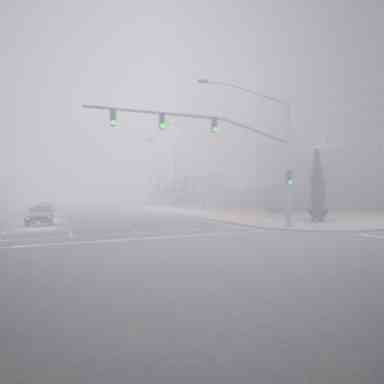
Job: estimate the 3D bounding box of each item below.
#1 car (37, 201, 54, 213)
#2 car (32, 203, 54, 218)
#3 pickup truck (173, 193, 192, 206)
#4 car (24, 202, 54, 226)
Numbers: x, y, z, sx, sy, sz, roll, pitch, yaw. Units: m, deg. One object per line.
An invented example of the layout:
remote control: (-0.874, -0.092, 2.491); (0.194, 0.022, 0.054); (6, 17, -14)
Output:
car: (-19.205, 1.919, 43.829); (1.895, 1.301, 4.718); (-1, 0, -22)
car: (-15.273, 1.852, 34.297); (1.895, 1.301, 4.718); (-1, 0, -22)
pickup truck: (-1.375, 1.183, 53.566); (2.390, 2.098, 6.274); (-1, 0, 8)
car: (-11.607, 1.736, 25.410); (2.033, 1.411, 5.357); (-1, 0, -22)
